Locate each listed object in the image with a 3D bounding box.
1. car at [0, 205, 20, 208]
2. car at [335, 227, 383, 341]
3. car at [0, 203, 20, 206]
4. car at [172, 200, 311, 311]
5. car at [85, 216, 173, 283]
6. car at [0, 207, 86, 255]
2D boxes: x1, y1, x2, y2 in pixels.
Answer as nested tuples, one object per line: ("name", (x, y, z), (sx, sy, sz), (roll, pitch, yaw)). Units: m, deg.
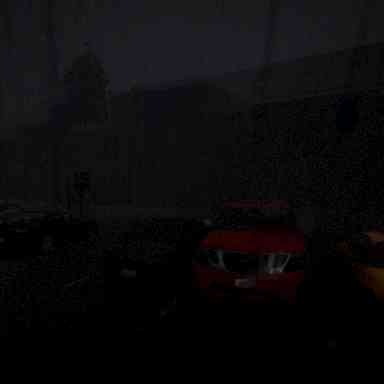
("car", (-8.155, 1.534, 15.299), (2.002, 1.452, 4.674), (1, -1, 16))
("car", (4.015, 1.481, 6.405), (1.946, 1.575, 5.366), (1, -1, 16))
("car", (-10.589, 1.366, 17.071), (2.185, 1.767, 4.553), (1, -1, 16))
("car", (1.619, 1.235, 8.301), (2.435, 2.045, 5.566), (1, -1, 15))
("car", (-0.830, 1.516, 10.041), (2.163, 1.488, 4.792), (0, -1, 15))
("car", (-5.717, 1.493, 13.550), (2.097, 1.535, 5.008), (0, -1, 15))
